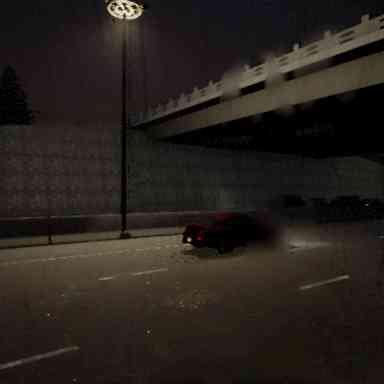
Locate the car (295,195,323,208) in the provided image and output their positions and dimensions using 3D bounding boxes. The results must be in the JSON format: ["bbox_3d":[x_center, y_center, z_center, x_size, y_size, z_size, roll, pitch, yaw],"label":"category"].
[{"bbox_3d":[16.893,1.582,46.138,4.553,1.767,2.097,0,0,-35],"label":"car"}]

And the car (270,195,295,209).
[{"bbox_3d":[13.791,1.445,48.229,5.566,2.045,2.150,0,0,-35],"label":"car"}]

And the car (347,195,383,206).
[{"bbox_3d":[21.580,1.587,40.885,4.553,1.767,2.097,0,0,-35],"label":"car"}]

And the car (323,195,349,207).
[{"bbox_3d":[20.493,1.466,44.408,5.566,2.045,2.150,1,0,-35],"label":"car"}]

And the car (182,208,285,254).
[{"bbox_3d":[1.770,1.578,13.626,4.674,1.442,1.812,0,0,-36],"label":"car"}]
